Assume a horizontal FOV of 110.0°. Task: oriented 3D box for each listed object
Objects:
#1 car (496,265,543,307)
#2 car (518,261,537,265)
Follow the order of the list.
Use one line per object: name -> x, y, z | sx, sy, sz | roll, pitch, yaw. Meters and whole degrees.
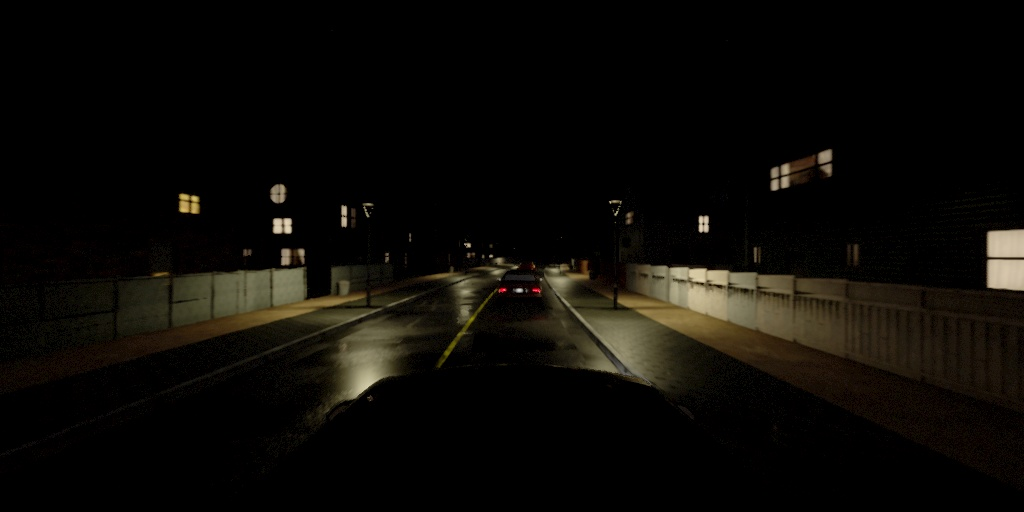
car -> 0.347, 1.289, 15.387 | 2.033, 1.411, 5.357 | 0, 0, 2
car -> 1.535, 1.255, 36.792 | 1.812, 1.442, 4.674 | 0, 0, 4
